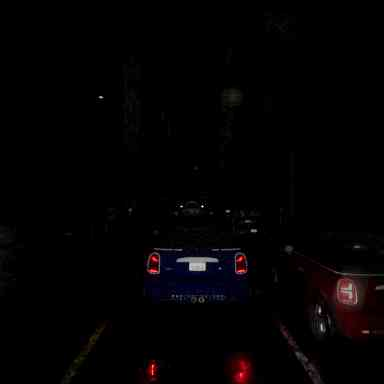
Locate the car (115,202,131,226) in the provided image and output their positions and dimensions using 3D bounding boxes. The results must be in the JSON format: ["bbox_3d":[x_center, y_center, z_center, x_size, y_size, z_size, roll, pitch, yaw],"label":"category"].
[{"bbox_3d":[-5.680,1.584,22.989,1.802,1.307,4.206,0,0,0],"label":"car"}]

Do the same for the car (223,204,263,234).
[{"bbox_3d":[2.847,1.552,17.491,2.008,1.369,4.403,0,0,0],"label":"car"}]

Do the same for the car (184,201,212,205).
[{"bbox_3d":[0.089,1.479,17.336,1.882,1.535,5.008,0,0,0],"label":"car"}]

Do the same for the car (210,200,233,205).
[{"bbox_3d":[2.844,1.569,28.493,1.947,1.339,4.313,0,0,0],"label":"car"}]

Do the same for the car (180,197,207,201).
[{"bbox_3d":[-0.010,1.460,27.358,1.801,1.575,5.366,0,0,0],"label":"car"}]

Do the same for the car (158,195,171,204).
[{"bbox_3d":[-5.660,1.626,65.594,1.802,1.307,4.206,0,0,0],"label":"car"}]

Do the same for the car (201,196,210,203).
[{"bbox_3d":[2.873,1.580,71.163,1.752,1.417,4.829,0,0,0],"label":"car"}]

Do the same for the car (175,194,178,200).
[{"bbox_3d":[-5.621,1.638,92.466,1.752,1.417,4.829,0,0,0],"label":"car"}]

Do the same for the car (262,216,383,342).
[{"bbox_3d":[2.851,1.440,6.488,1.967,1.590,4.097,0,0,0],"label":"car"}]

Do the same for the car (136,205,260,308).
[{"bbox_3d":[0.096,1.352,8.055,2.097,1.767,4.553,0,0,0],"label":"car"}]

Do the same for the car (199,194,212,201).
[{"bbox_3d":[2.864,1.484,65.584,1.967,1.590,4.097,0,0,0],"label":"car"}]

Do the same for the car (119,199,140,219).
[{"bbox_3d":[-5.682,1.444,28.491,1.967,1.590,4.097,0,0,0],"label":"car"}]

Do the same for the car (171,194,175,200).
[{"bbox_3d":[-5.644,1.616,76.410,2.008,1.369,4.403,0,0,0],"label":"car"}]

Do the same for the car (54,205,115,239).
[{"bbox_3d":[-5.678,1.567,17.488,1.947,1.339,4.313,0,0,0],"label":"car"}]

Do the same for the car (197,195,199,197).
[{"bbox_3d":[2.881,1.616,76.401,2.008,1.369,4.403,0,0,0],"label":"car"}]
